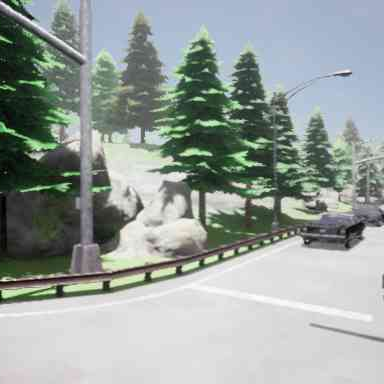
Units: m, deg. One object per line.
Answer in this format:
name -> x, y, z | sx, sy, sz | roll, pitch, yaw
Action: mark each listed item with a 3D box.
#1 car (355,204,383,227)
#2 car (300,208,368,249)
car -> 12.143, 1.554, 23.150 | 1.994, 1.385, 4.181 | 0, 0, 35
car -> 6.407, 1.608, 14.925 | 1.895, 1.301, 4.718 | 0, 0, 35
